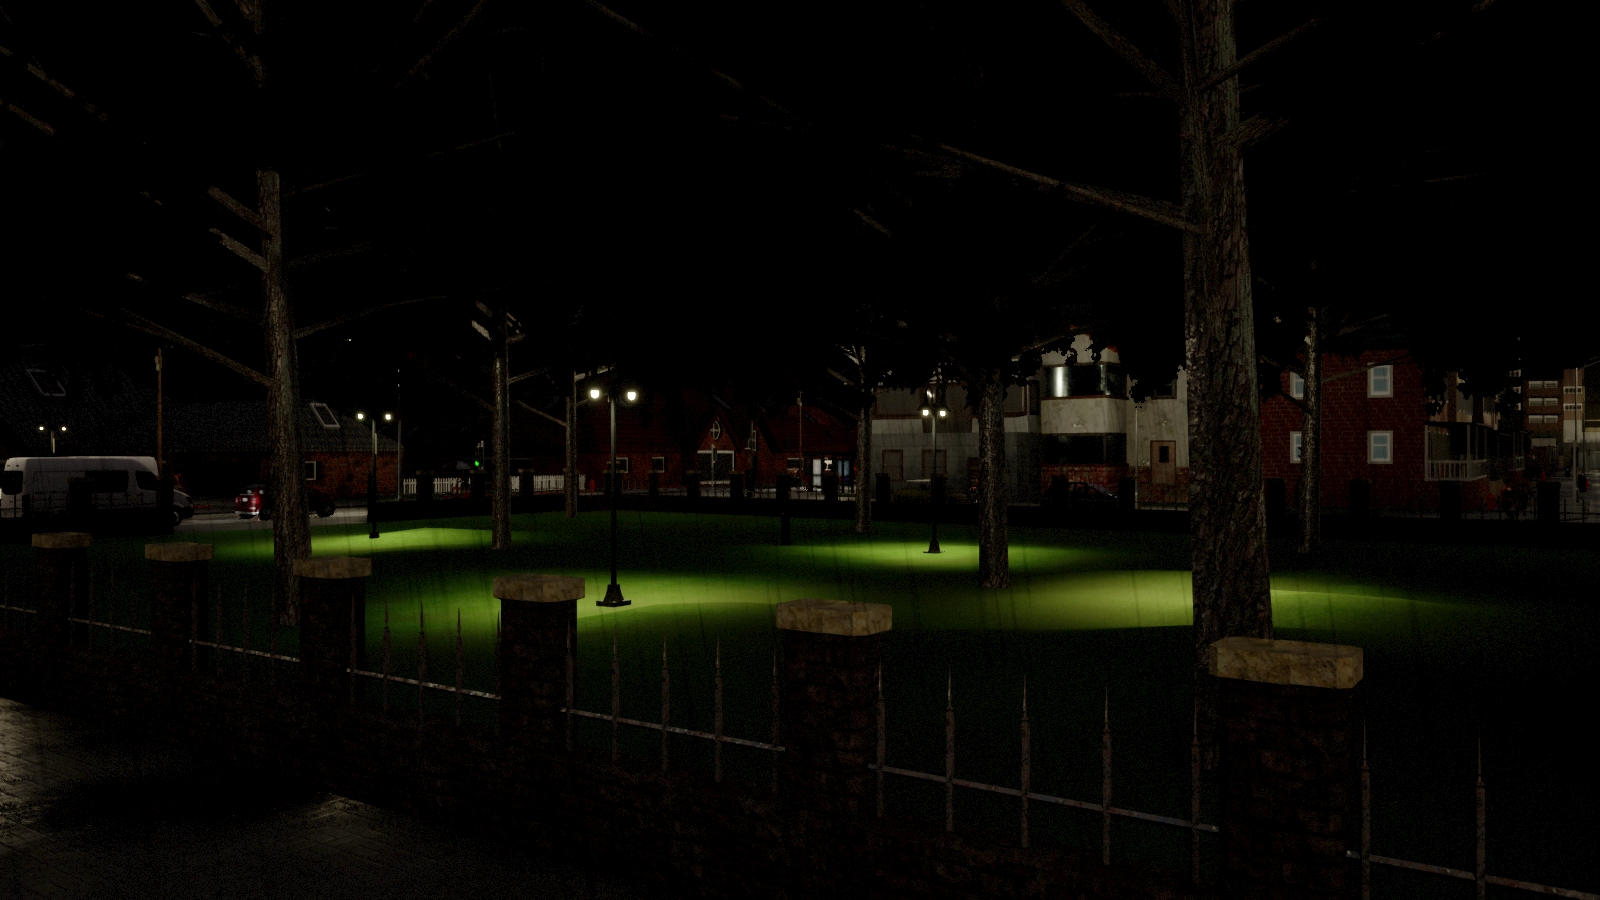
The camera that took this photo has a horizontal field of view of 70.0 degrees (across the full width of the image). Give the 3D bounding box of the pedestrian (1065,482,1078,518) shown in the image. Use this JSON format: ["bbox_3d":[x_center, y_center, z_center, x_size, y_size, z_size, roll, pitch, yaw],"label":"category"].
[{"bbox_3d":[9.829,1.804,41.411,0.375,1.300,0.375,0,0,28],"label":"pedestrian"}]

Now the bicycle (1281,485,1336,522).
[{"bbox_3d":[18.577,1.940,41.762,1.835,1.271,0.329,0,0,35],"label":"bicycle"}]

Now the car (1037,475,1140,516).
[{"bbox_3d":[11.752,1.818,46.570,3.633,1.501,1.845,0,0,35],"label":"car"}]

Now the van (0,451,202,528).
[{"bbox_3d":[-24.847,1.314,40.778,1.988,2.561,5.915,0,0,36],"label":"van"}]

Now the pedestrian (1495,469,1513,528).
[{"bbox_3d":[22.439,1.525,36.399,0.375,1.860,0.375,0,0,-35],"label":"pedestrian"}]
